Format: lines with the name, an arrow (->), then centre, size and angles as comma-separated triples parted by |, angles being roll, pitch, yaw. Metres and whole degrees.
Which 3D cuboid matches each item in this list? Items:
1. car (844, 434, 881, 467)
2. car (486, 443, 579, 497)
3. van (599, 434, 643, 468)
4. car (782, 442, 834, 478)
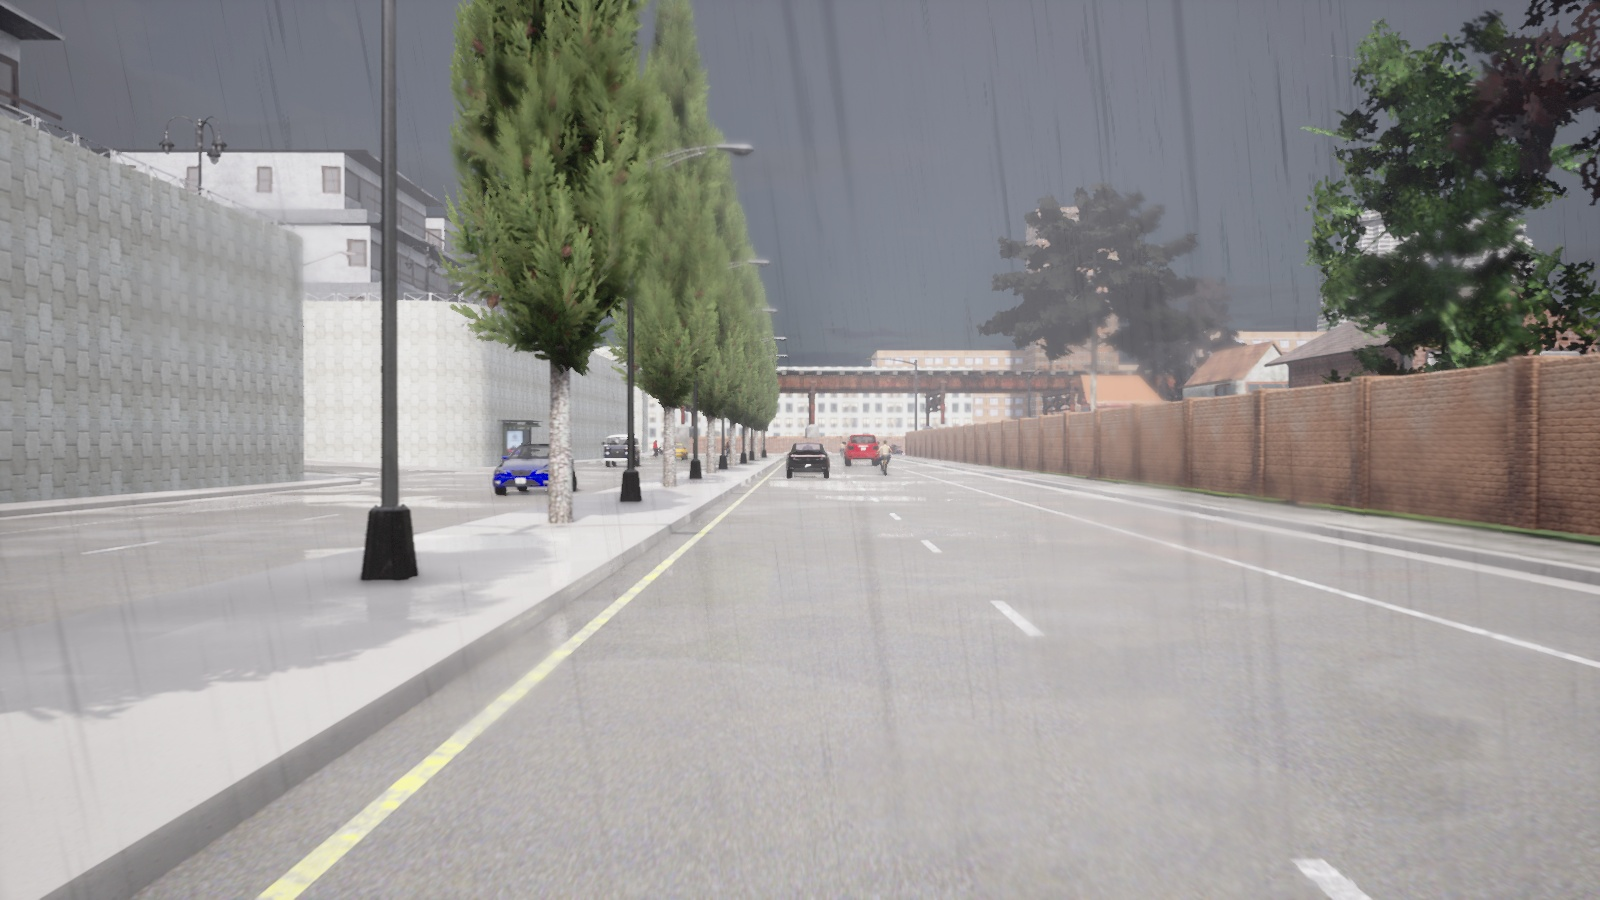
car -> 3.998, 0.008, 81.631 | 2.150, 2.045, 5.566 | 0, 0, 0
car -> -7.767, 0.546, 36.871 | 1.816, 1.474, 4.193 | 0, 0, 0
van -> -11.025, 0.022, 77.790 | 2.069, 2.038, 4.480 | 0, 0, 0
car -> 0.336, 0.396, 54.335 | 2.128, 1.511, 4.902 | 0, 0, 0
